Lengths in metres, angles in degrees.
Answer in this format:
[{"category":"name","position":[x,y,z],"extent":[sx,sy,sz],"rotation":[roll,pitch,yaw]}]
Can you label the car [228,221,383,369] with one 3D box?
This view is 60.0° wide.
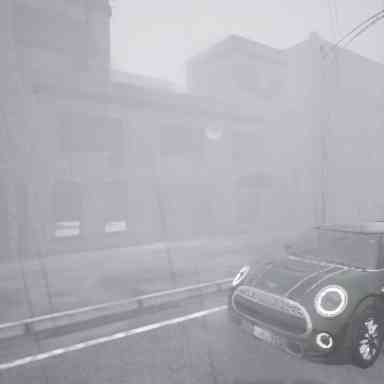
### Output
[{"category":"car","position":[2.793,1.350,5.859],"extent":[4.553,1.767,2.097],"rotation":[0,0,-35]}]
